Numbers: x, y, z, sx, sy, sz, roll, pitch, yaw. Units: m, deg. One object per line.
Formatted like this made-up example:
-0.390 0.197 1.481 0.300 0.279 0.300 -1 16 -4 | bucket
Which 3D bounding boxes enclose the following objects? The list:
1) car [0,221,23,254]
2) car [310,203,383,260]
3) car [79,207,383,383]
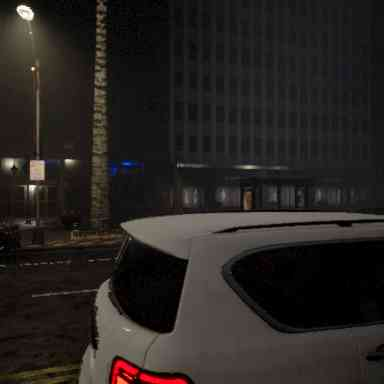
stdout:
-8.179 1.481 10.683 4.892 1.521 2.231 0 0 -19 | car
7.095 1.350 12.644 4.553 1.767 2.097 0 0 -18 | car
1.816 1.220 3.311 5.566 2.045 2.150 0 0 -19 | car
